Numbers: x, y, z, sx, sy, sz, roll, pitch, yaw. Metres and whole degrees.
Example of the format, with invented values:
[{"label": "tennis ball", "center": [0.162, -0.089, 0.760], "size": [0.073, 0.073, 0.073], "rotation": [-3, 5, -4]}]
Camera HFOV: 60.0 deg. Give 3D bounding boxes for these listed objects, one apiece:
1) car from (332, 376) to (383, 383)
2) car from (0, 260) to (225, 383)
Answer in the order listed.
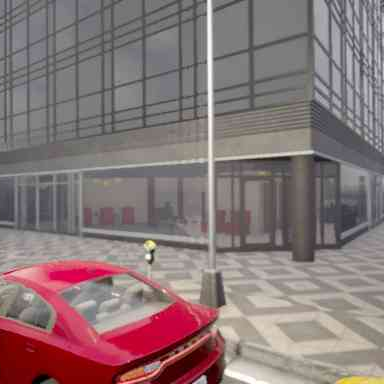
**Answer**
[{"label": "car", "center": [2.667, 1.515, 1.069], "size": [4.829, 1.417, 1.752], "rotation": [0, 0, 35]}, {"label": "car", "center": [-1.758, 1.565, 4.219], "size": [4.507, 1.381, 1.887], "rotation": [0, 0, 35]}]
